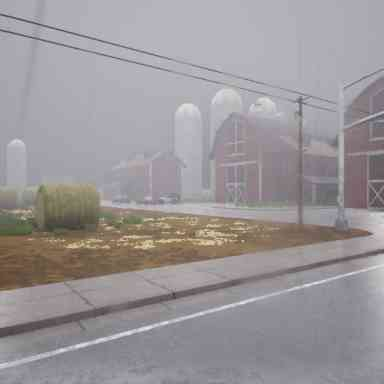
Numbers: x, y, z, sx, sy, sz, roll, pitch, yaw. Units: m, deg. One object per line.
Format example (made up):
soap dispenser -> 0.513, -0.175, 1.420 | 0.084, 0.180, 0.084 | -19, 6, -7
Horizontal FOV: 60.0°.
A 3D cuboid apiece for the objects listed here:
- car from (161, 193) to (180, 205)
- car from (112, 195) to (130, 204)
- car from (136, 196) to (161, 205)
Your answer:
car -> -3.967, 1.118, 57.661 | 3.866, 1.878, 1.905 | -2, 5, 11
car -> -13.738, 1.325, 64.023 | 2.097, 1.767, 4.553 | 0, 0, -37
car -> -7.641, 1.480, 55.776 | 1.812, 1.442, 4.674 | 0, 0, -36
